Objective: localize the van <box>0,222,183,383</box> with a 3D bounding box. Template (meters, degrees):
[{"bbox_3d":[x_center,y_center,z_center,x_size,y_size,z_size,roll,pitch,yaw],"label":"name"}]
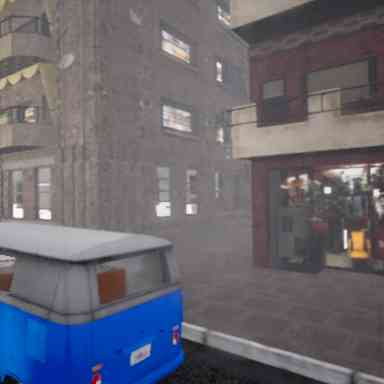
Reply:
[{"bbox_3d":[-2.005,1.350,4.325,3.998,1.788,1.690,0,-1,36],"label":"van"}]
